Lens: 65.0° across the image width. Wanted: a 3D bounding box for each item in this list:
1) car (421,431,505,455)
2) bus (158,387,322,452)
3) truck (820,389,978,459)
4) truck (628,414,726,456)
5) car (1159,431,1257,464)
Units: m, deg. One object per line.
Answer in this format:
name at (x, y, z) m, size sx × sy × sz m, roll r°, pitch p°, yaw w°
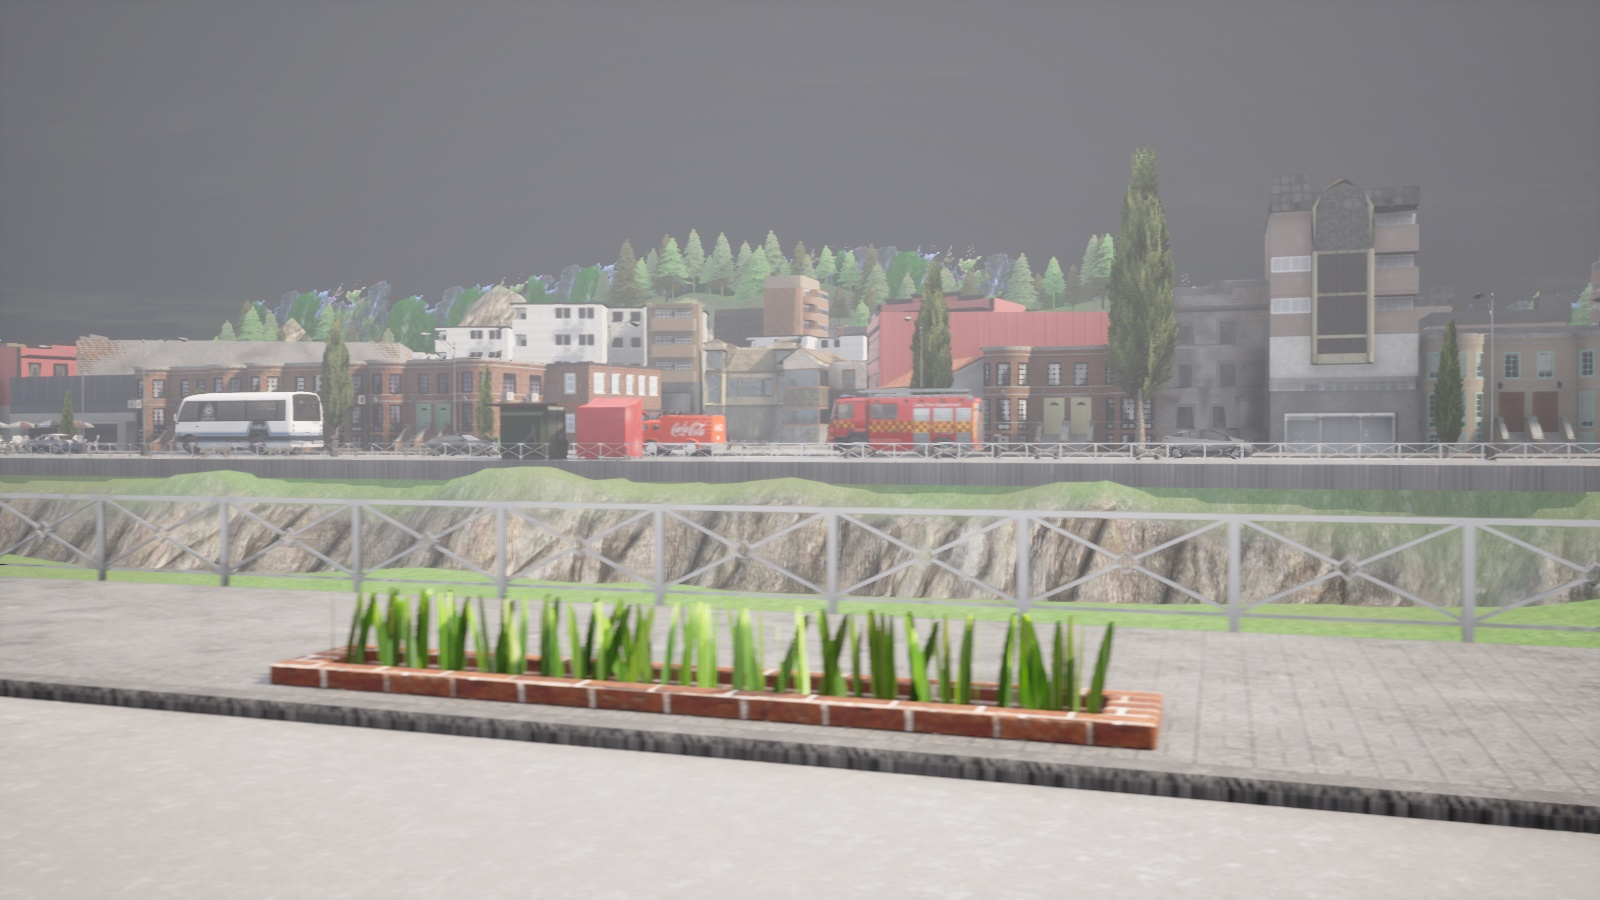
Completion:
car at (-20.312, -0.436, 75.650) m, size 4.674 × 1.442 × 1.812 m, roll 1°, pitch 1°, yaw 19°
bus at (-38.280, -2.069, 85.887) m, size 10.273 × 4.253 × 3.944 m, roll 1°, pitch 1°, yaw 19°
truck at (5.611, -1.456, 71.138) m, size 8.468 × 3.827 × 2.891 m, roll 1°, pitch 1°, yaw 19°
truck at (-7.389, -0.898, 75.518) m, size 5.204 × 2.467 × 2.627 m, roll 0°, pitch 1°, yaw 19°
car at (20.155, -0.145, 62.048) m, size 4.514 × 1.525 × 2.007 m, roll 1°, pitch 1°, yaw 19°
